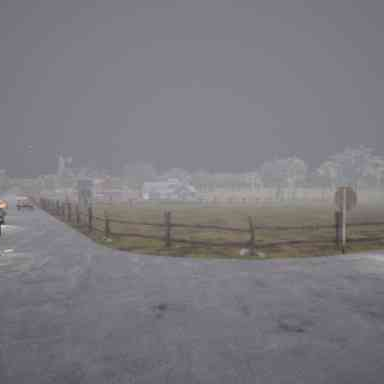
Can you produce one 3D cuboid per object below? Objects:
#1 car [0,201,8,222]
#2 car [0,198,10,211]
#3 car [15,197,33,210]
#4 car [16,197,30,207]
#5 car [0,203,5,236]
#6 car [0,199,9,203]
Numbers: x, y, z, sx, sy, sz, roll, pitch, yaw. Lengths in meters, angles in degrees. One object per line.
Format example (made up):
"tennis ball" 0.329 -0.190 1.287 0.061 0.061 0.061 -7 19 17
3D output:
"car" -14.727 1.591 24.236 1.994 1.385 4.181 0 0 -29
"car" -24.783 1.599 42.975 2.033 1.411 5.357 0 0 -28
"car" -22.296 1.593 44.487 2.033 1.411 5.357 0 0 -28
"car" -27.457 1.538 53.824 1.882 1.535 5.008 0 0 -28
"car" -10.013 1.494 15.512 1.882 1.535 5.008 0 0 -28
"car" -19.675 1.517 33.453 1.882 1.535 5.008 0 0 -28
